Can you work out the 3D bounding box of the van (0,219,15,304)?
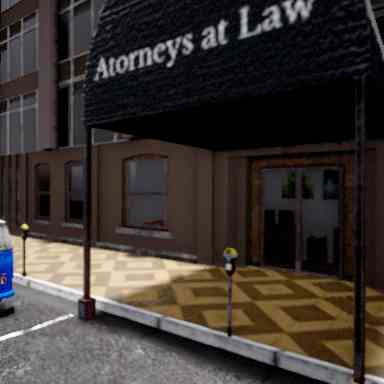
[{"bbox_3d":[-5.155,1.307,6.551,3.998,1.788,1.690,0,0,36],"label":"van"}]
